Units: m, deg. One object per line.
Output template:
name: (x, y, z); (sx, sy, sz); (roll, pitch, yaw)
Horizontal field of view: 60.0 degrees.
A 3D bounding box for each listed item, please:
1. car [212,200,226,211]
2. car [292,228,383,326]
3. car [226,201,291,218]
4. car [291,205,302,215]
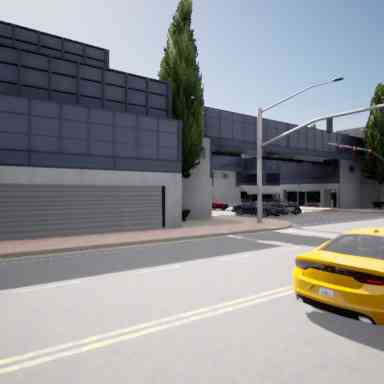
car: (2.364, 1.596, 40.903); (1.895, 1.301, 4.718); (0, 0, -37)
car: (4.187, 1.476, 6.829); (5.008, 1.535, 1.882); (0, 0, -36)
car: (5.923, 1.543, 30.320); (2.033, 1.411, 5.357); (0, 0, -36)
car: (8.607, 1.559, 32.572); (1.994, 1.385, 4.181); (0, 0, -37)
